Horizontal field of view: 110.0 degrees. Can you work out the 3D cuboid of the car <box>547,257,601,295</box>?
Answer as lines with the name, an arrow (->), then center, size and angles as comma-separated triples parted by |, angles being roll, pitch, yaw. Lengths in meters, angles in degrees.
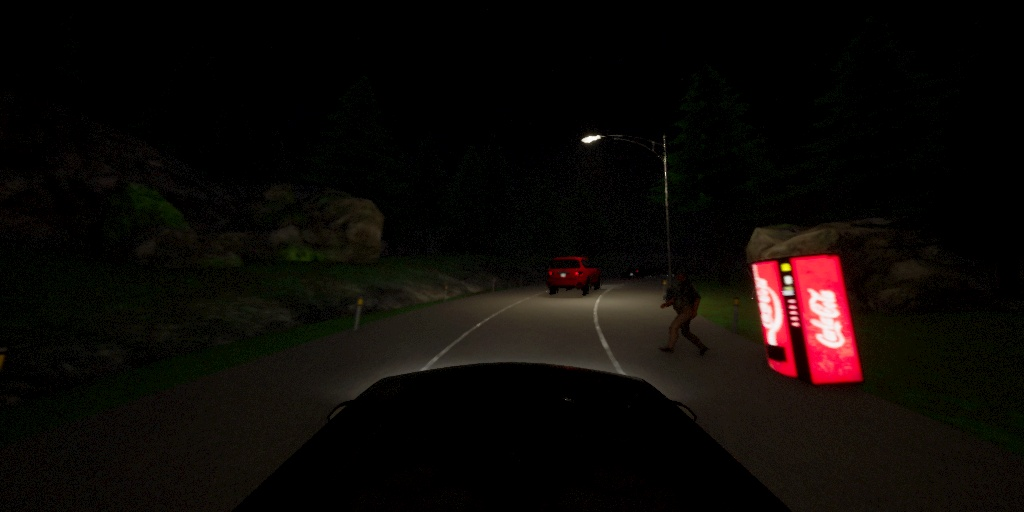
car -> 3.724, 1.095, 21.033 | 2.150, 2.045, 5.566 | -2, -1, 24

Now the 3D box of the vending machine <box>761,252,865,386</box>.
vending machine -> 5.164, 0.995, 6.161 | 1.100, 2.100, 0.880 | 0, 0, 6

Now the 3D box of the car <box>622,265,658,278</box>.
car -> 13.319, 1.557, 37.046 | 1.895, 1.301, 4.718 | -5, -4, 43

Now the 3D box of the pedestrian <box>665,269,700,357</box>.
pedestrian -> 3.525, 1.098, 7.389 | 0.375, 1.860, 0.375 | 6, -6, 7
